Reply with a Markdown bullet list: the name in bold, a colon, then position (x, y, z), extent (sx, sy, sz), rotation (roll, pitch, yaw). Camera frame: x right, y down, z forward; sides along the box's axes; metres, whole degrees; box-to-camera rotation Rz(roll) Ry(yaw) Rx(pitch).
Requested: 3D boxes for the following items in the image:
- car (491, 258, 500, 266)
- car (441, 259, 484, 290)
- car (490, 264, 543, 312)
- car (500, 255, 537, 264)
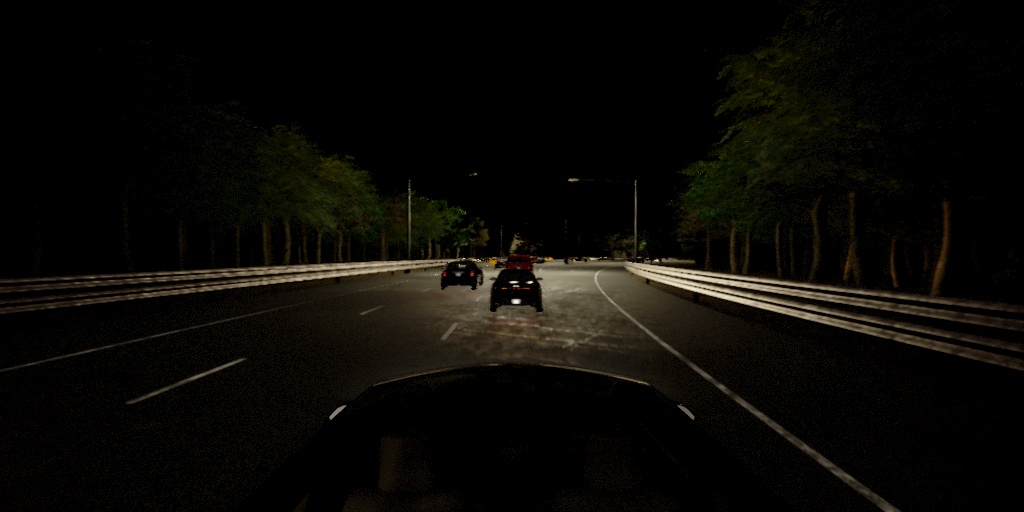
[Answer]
- **car**: position (-1.202, 1.148, 49.843), extent (2.128, 1.511, 4.902), rotation (0, 0, 5)
- **car**: position (-2.991, 1.072, 22.509), extent (2.097, 1.767, 4.553), rotation (0, 0, 2)
- **car**: position (0.180, 1.252, 14.295), extent (1.837, 1.490, 4.892), rotation (0, 0, 1)
- **car**: position (0.584, 0.950, 27.513), extent (2.150, 2.045, 5.566), rotation (0, 0, 3)
